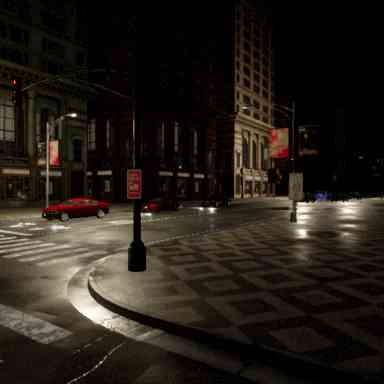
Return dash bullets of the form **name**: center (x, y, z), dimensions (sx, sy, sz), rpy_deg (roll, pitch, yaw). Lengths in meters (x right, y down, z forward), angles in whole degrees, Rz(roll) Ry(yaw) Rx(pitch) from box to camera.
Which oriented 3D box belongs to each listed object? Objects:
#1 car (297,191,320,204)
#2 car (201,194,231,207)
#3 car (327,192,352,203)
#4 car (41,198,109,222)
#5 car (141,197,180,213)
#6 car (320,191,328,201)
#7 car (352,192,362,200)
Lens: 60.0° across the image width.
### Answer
- **car**: center (16.068, 0.865, 47.094), dimensions (2.128, 1.511, 4.902), rpy_deg (0, 1, 36)
- **car**: center (3.020, 1.009, 40.268), dimensions (1.837, 1.490, 4.892), rpy_deg (0, 1, 35)
- **car**: center (22.370, 0.835, 50.351), dimensions (1.812, 1.442, 4.674), rpy_deg (0, 1, 36)
- **car**: center (-8.379, 1.231, 24.233), dimensions (1.882, 1.535, 5.008), rpy_deg (0, 1, 35)
- **car**: center (-3.014, 1.199, 31.783), dimensions (1.994, 1.385, 4.181), rpy_deg (0, 1, 36)
- **car**: center (22.030, 0.594, 55.492), dimensions (2.097, 1.767, 4.553), rpy_deg (0, 1, 36)
- **car**: center (29.524, 0.677, 60.429), dimensions (1.812, 1.442, 4.674), rpy_deg (0, 1, 35)
